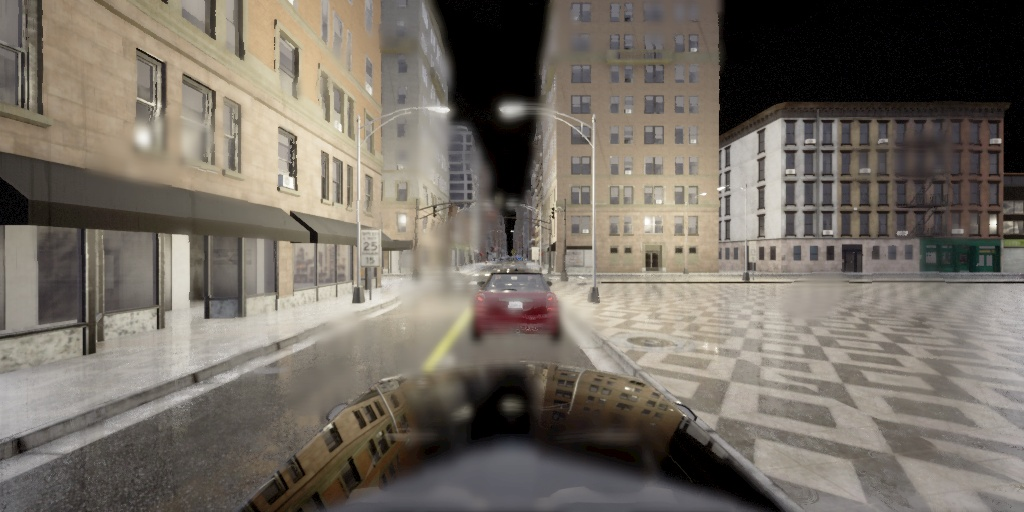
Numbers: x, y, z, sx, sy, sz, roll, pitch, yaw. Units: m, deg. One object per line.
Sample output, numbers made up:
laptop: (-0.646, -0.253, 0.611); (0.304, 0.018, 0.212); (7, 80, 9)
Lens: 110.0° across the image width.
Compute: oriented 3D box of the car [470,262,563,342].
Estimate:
car: (0.106, 1.101, 9.932); (2.097, 1.767, 4.553); (0, 0, 0)

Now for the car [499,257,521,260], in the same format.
car: (0.057, 1.100, 19.748); (2.097, 1.767, 4.553); (0, 0, -1)
